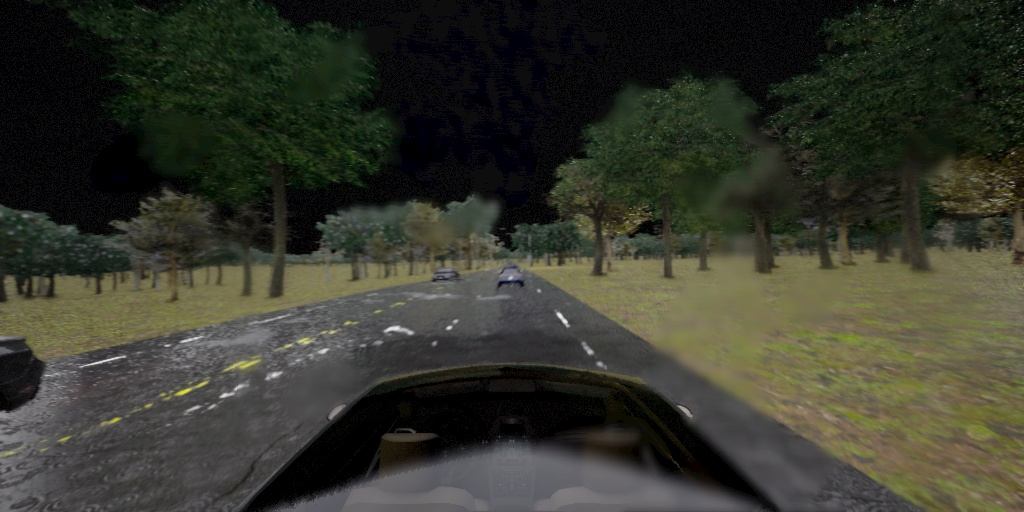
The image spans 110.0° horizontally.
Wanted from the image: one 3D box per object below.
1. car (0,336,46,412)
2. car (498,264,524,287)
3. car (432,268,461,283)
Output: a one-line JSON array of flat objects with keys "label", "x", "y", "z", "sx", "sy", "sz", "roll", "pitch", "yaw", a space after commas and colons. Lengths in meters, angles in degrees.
[{"label": "car", "x": -7.143, "y": 1.455, "z": 2.645, "sx": 1.837, "sy": 1.490, "sz": 4.892, "roll": -2, "pitch": -1, "yaw": 0}, {"label": "car", "x": -0.085, "y": 1.582, "z": 28.017, "sx": 1.994, "sy": 1.385, "sz": 4.181, "roll": -2, "pitch": -1, "yaw": 0}, {"label": "car", "x": -6.340, "y": 1.826, "z": 34.861, "sx": 1.994, "sy": 1.385, "sz": 4.181, "roll": -2, "pitch": -1, "yaw": 6}]
